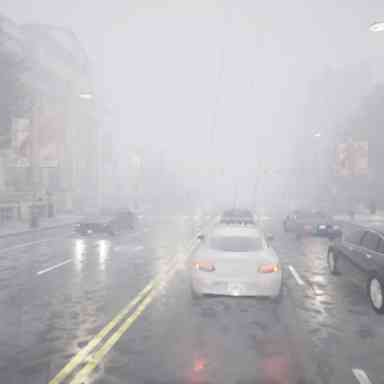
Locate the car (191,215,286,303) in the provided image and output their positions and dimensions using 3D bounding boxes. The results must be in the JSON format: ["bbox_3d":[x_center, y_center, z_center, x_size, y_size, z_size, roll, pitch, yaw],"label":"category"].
[{"bbox_3d":[1.070,1.528,8.179,1.812,1.442,4.674,0,0,7],"label":"car"}]

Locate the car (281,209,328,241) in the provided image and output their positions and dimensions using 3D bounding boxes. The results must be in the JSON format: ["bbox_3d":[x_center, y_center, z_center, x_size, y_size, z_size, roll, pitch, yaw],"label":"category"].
[{"bbox_3d":[5.826,1.552,16.728,2.033,1.411,5.357,0,0,6],"label":"car"}]

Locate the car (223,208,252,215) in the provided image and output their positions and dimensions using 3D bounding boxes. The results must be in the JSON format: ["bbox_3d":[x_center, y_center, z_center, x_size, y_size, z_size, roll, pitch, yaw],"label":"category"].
[{"bbox_3d":[2.393,1.552,17.632,2.033,1.411,5.357,0,0,8],"label":"car"}]

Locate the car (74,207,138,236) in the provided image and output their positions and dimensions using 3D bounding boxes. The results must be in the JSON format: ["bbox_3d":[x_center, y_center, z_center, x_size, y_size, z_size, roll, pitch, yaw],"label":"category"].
[{"bbox_3d":[-4.606,1.552,18.911,2.033,1.411,5.357,0,0,9],"label":"car"}]

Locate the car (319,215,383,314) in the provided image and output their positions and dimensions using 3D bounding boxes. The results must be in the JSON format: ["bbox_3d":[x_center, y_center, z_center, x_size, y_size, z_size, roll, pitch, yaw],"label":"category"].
[{"bbox_3d":[4.502,1.507,7.462,1.837,1.490,4.892,0,0,7],"label":"car"}]
